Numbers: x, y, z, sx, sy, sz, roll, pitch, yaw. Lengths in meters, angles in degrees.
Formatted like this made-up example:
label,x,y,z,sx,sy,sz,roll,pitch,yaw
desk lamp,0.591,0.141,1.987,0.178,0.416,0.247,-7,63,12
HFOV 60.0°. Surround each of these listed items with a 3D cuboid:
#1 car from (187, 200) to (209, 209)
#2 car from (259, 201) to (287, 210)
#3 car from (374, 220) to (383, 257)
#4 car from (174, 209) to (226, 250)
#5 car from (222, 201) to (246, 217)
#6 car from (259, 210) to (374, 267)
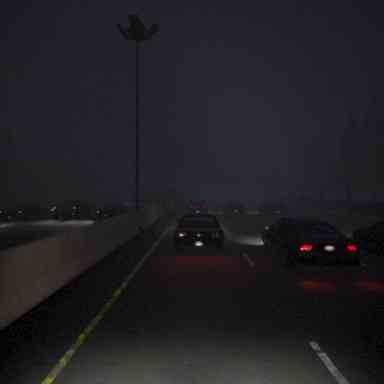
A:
label,x,y,z,sx,sy,sz,roll,pitch,yaw
car,0.545,1.524,31.420,2.128,1.511,4.902,0,0,1
car,7.544,1.542,31.304,2.128,1.511,4.902,0,0,1
car,7.246,1.594,11.455,1.994,1.385,4.181,0,0,1
car,0.294,1.616,14.454,1.895,1.301,4.718,0,0,1
car,4.048,1.569,32.368,1.812,1.442,4.674,0,0,1
car,3.750,1.569,11.462,2.033,1.411,5.357,0,0,1
